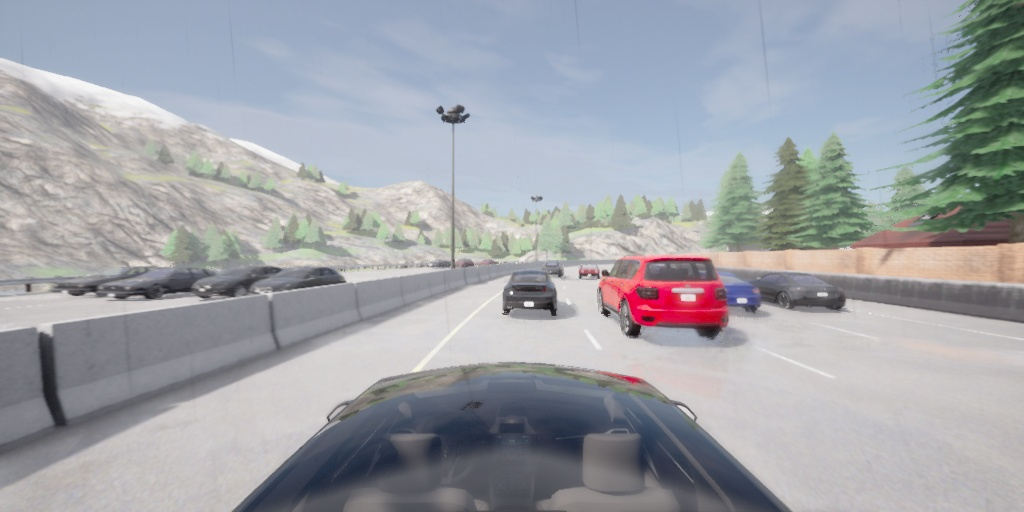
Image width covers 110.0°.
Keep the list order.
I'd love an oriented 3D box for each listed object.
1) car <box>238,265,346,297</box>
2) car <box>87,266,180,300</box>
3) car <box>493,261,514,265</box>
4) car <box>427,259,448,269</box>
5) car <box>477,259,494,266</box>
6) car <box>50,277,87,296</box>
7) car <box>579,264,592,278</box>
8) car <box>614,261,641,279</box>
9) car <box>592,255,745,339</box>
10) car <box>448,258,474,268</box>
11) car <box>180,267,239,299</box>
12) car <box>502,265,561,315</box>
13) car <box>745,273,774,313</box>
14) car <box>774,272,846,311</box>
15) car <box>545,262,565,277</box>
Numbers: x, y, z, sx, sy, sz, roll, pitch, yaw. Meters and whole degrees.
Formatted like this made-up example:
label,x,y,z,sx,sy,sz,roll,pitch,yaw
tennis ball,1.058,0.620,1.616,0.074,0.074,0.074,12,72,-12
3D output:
label,x,y,z,sx,sy,sz,roll,pitch,yaw
car,-9.741,1.244,16.736,1.837,1.490,4.892,0,0,6
car,-16.690,1.270,17.809,2.033,1.411,5.357,0,0,6
car,-0.823,1.402,56.598,1.895,1.301,4.718,0,0,20
car,-11.696,1.265,57.212,2.128,1.511,4.902,0,0,19
car,-4.004,1.272,57.968,1.882,1.535,5.008,0,0,20
car,-20.092,1.262,18.971,2.033,1.411,5.357,0,0,6
car,7.266,1.401,33.612,1.895,1.301,4.718,0,0,13
car,11.209,1.303,35.050,2.128,1.511,4.902,0,0,13
car,3.961,0.991,10.393,2.150,2.045,5.566,0,0,4
car,-7.871,1.136,57.506,2.097,1.767,4.553,0,0,19
car,-13.134,1.236,17.913,1.837,1.490,4.892,0,0,6
car,0.719,1.268,13.667,1.837,1.490,4.892,0,0,4
car,7.773,1.308,14.095,1.812,1.442,4.674,0,0,5
car,11.375,1.357,14.903,1.994,1.385,4.181,0,0,6
car,4.065,1.285,35.183,2.128,1.511,4.902,0,0,13
